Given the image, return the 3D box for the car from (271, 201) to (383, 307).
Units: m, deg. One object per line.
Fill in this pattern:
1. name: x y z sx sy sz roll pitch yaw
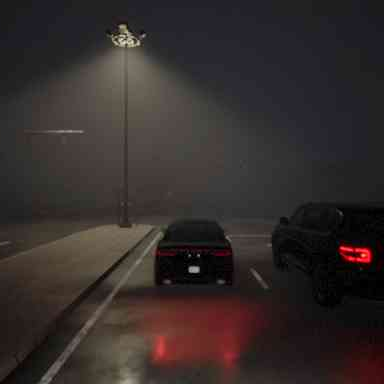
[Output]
1. car: 3.565 1.231 8.150 2.150 2.045 5.566 0 0 0

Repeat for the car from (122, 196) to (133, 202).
1. car: -15.018 1.596 77.504 1.837 1.490 4.892 0 0 0

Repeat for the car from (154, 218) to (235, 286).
1. car: 0.062 1.489 9.497 1.882 1.535 5.008 0 0 0
